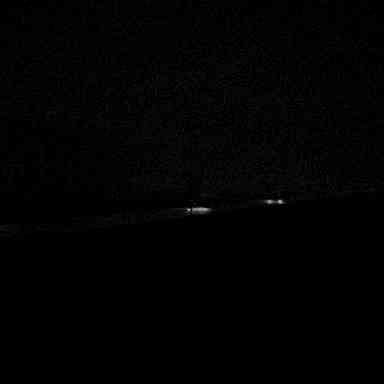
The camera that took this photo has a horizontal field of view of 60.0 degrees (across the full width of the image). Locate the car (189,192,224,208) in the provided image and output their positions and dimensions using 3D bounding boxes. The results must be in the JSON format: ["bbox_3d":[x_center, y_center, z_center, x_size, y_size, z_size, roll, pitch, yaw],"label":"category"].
[{"bbox_3d":[1.592,0.781,33.892,1.812,1.442,4.674,0,1,35],"label":"car"}]

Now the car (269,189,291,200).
[{"bbox_3d":[13.297,0.318,50.226,1.882,1.535,5.008,0,1,35],"label":"car"}]
